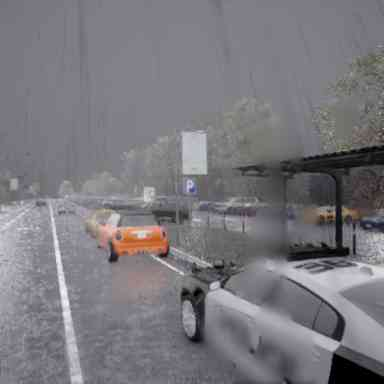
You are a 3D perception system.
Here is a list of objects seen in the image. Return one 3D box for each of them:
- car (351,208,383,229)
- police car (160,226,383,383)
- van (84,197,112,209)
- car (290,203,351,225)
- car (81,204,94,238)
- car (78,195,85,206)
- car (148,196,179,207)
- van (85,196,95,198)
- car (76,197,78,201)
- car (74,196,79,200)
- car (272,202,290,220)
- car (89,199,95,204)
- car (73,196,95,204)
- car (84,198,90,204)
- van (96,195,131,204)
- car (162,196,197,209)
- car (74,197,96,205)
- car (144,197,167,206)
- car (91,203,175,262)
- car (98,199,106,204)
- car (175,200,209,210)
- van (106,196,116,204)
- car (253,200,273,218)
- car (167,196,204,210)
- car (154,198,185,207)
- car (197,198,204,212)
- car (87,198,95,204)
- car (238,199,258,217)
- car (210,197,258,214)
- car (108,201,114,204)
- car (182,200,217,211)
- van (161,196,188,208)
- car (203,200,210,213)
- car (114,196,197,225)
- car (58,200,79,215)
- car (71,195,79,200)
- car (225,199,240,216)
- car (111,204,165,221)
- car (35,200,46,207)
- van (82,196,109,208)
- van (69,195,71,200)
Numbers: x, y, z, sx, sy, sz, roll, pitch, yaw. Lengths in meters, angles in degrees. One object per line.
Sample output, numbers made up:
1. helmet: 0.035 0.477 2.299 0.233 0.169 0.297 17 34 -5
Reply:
1. car: 13.222 1.712 21.712 4.792 1.488 2.163 0 -1 -23
2. police car: 1.374 1.478 4.184 1.930 1.638 5.238 0 -1 -23
3. van: -16.092 1.794 56.833 4.442 1.987 1.878 0 0 -23
4. car: 10.871 1.735 26.744 5.366 1.575 1.946 0 -1 -23
5. car: -5.006 1.688 18.962 1.801 1.575 5.366 0 -1 -23
6. car: -15.110 1.762 54.203 5.566 2.045 2.435 0 0 -23
7. car: -5.488 1.785 65.037 5.566 2.045 2.435 0 0 -23
8. van: -13.864 1.781 51.690 4.442 1.987 1.878 0 0 -23
9. car: -18.434 2.033 61.928 4.892 1.521 2.231 0 0 -23
10. car: -20.660 2.085 67.074 4.674 1.452 2.002 0 0 -23
11. car: 9.965 1.796 29.375 4.792 1.488 2.163 0 -1 -23
12. car: -10.596 1.993 43.930 4.792 1.488 2.163 0 0 -23
13. car: -25.144 1.945 77.352 4.553 1.767 2.185 0 0 -23
14. car: -12.848 1.995 49.070 4.892 1.521 2.231 0 0 -23
15. van: -8.503 1.691 38.732 4.442 1.987 1.878 0 -1 -23
16. car: -2.177 1.766 57.397 5.566 2.045 2.435 0 0 -23
17. car: -24.029 1.938 74.779 4.553 1.767 2.185 0 0 -23
18. car: -7.693 1.923 70.133 4.553 1.767 2.185 0 0 -23
19. car: -2.538 1.520 13.245 2.097 1.767 4.553 0 -1 -23
20. car: -7.284 1.889 36.198 5.008 1.535 2.097 0 -1 -23
21. car: 0.030 2.022 52.302 4.792 1.488 2.163 0 0 -23
22. van: -6.058 1.636 33.677 4.442 1.987 1.878 0 -1 -23
23. car: 8.841 1.796 31.913 4.892 1.521 2.231 0 -1 -23
24. car: -1.126 1.755 54.826 5.566 2.045 2.435 0 0 -23
25. car: -4.240 2.027 62.552 5.366 1.575 1.946 0 0 -23
26. car: 3.312 1.932 44.643 5.008 1.535 2.097 0 0 -23
27. car: -11.742 2.020 46.494 4.674 1.452 2.002 0 0 -23
28. car: 7.736 1.822 34.459 5.008 1.535 2.097 0 -1 -23
29. car: 5.497 1.627 39.542 5.566 2.045 2.435 0 -1 -23
30. car: -4.105 1.801 28.411 5.366 1.575 1.946 0 -1 -23
31. car: 1.083 2.008 49.725 4.792 1.488 2.163 0 0 -23
32. van: -3.200 1.798 59.979 4.442 1.987 1.878 0 0 -23
33. car: 4.416 1.908 42.094 4.892 1.521 2.231 0 -1 -23
34. car: -2.848 1.525 25.903 5.566 2.045 2.435 0 -1 -23
35. car: -15.086 2.031 39.961 1.895 1.301 4.718 0 0 -23
36. car: -21.798 1.800 69.636 5.566 2.045 2.435 0 0 -23
37. car: 6.632 1.850 37.006 5.008 1.535 2.097 0 -1 -23
38. car: -5.047 1.873 31.057 4.674 1.452 2.002 0 -1 -23
39. car: -29.245 2.164 64.452 1.895 1.301 4.718 0 0 -23
40. van: -17.207 1.800 59.405 4.442 1.987 1.878 0 0 -23
41. van: -27.452 1.857 82.462 4.442 1.987 1.878 0 0 -23
